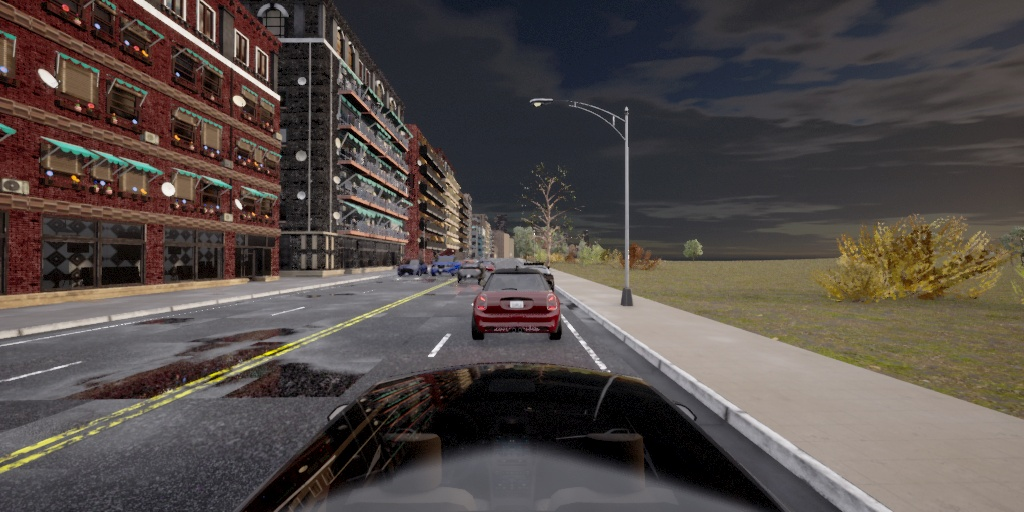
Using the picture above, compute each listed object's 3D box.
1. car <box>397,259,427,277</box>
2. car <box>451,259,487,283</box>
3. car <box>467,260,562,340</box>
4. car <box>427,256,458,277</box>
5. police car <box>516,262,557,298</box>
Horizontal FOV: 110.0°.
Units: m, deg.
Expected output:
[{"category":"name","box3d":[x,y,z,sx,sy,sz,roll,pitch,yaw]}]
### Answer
[{"category":"car","box3d":[-9.773,1.104,35.474,2.097,1.767,4.553,0,0,0]},{"category":"car","box3d":[-3.090,1.242,28.139,2.128,1.511,4.902,0,0,0]},{"category":"car","box3d":[0.114,1.103,10.134,2.097,1.767,4.553,0,0,0]},{"category":"car","box3d":[-6.522,0.973,35.703,2.150,2.045,5.566,0,0,0]},{"category":"police car","box3d":[1.178,1.177,19.630,1.930,1.638,5.238,0,0,0]}]
